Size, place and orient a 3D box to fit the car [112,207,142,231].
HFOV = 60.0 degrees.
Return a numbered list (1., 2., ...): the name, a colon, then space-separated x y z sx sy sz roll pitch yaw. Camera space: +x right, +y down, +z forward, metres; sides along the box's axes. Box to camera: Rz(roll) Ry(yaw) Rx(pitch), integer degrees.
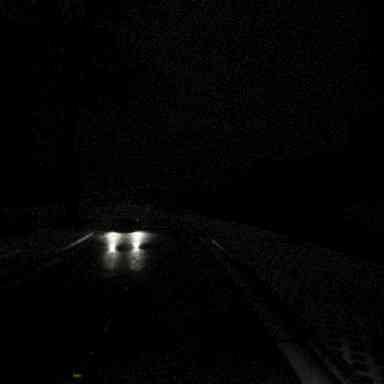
1. car: -4.681 1.883 24.280 1.882 1.535 5.008 0 -2 -8
